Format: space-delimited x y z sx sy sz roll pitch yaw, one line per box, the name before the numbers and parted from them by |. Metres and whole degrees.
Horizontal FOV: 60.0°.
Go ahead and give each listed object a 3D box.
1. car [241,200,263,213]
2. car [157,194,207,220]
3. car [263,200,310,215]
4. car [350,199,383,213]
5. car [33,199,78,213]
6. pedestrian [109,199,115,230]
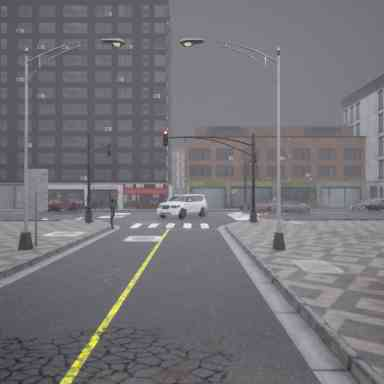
car | 7.556 1.598 37.138 4.181 1.385 1.994 0 0 0
car | -0.717 1.202 28.660 2.150 2.045 5.566 0 -1 31
car | 9.770 1.566 33.773 4.181 1.385 1.994 0 0 -2
car | 20.204 1.500 37.111 4.902 1.511 2.128 0 0 0
car | -15.427 1.556 37.185 5.008 1.535 1.882 0 0 0
pedestrian | -4.728 1.301 19.606 0.375 1.860 0.375 0 0 0
